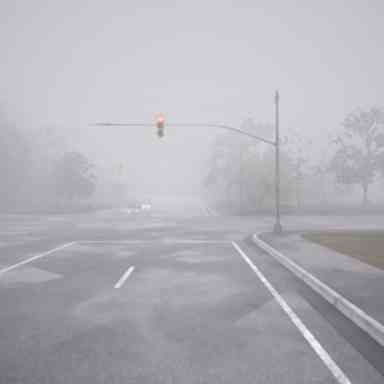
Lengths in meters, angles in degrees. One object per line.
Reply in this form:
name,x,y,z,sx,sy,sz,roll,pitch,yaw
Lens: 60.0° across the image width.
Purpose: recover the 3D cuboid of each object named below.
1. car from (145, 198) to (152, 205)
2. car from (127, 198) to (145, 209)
car,-10.198,2.072,75.492,2.128,1.511,4.902,0,1,0
car,-10.298,2.170,60.040,2.097,1.767,4.553,0,0,1
